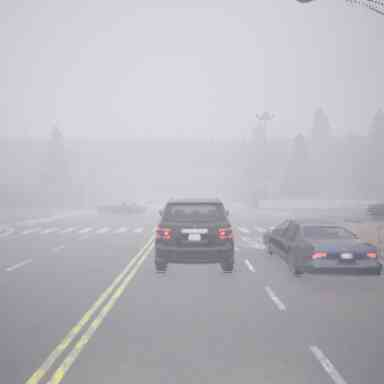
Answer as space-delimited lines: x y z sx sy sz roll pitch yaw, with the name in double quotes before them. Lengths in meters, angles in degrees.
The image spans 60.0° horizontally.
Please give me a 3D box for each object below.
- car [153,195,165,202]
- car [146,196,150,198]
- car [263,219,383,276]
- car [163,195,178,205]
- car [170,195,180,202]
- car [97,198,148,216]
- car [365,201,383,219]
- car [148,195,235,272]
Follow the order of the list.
"car" -7.059 1.379 71.750 2.033 1.411 5.357 0 0 0
"car" -7.099 1.437 56.579 1.994 1.385 4.181 0 0 0
"car" 3.573 1.524 10.187 2.033 1.411 5.357 0 0 0
"car" -3.600 1.363 56.998 2.128 1.511 4.902 0 0 0
"car" -3.558 1.391 71.989 1.994 1.385 4.181 0 0 0
"car" -6.599 1.517 30.851 4.718 1.301 1.895 0 0 32
"car" 15.994 1.391 25.538 4.892 1.490 1.837 0 0 2
"car" 0.071 1.196 10.812 2.150 2.045 5.566 0 0 0
